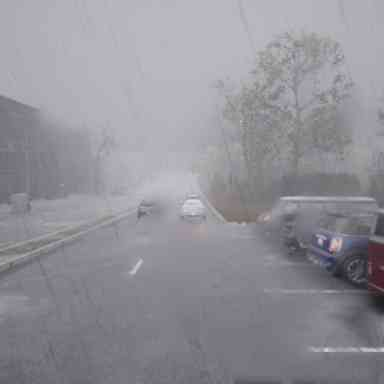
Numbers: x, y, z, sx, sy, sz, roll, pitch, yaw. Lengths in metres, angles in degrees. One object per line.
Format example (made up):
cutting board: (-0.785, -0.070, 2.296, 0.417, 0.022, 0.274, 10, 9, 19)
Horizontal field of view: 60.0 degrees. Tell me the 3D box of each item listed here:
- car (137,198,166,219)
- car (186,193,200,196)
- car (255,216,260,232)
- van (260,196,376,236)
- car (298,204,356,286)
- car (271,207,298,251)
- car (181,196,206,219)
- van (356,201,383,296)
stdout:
car: (-3.142, 1.243, 26.399, 2.128, 1.511, 4.902, 0, 1, 0)
car: (0.114, 0.861, 42.771, 1.812, 1.442, 4.674, 0, 2, 0)
car: (5.574, 1.252, 16.923, 4.553, 1.767, 2.185, 0, 1, 0)
van: (5.427, 1.182, 14.169, 4.442, 1.987, 1.878, 0, 1, 0)
car: (5.510, 1.323, 8.785, 4.553, 1.767, 2.185, 0, 0, 0)
car: (5.536, 1.431, 11.413, 4.892, 1.521, 2.231, 0, 0, 0)
car: (0.108, 1.285, 26.014, 1.812, 1.442, 4.674, 0, 1, 0)
van: (5.657, 1.236, 5.900, 4.442, 1.987, 1.878, 0, 0, 0)
